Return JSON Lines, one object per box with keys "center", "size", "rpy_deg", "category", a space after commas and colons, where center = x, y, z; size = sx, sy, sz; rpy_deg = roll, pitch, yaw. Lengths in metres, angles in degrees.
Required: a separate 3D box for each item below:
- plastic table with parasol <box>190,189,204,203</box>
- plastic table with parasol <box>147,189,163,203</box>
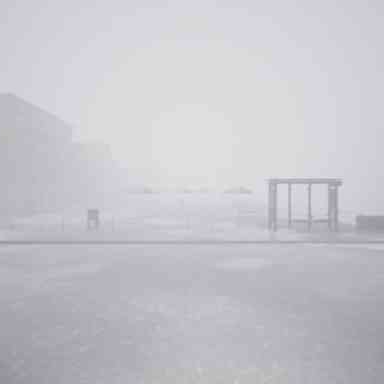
{"center": [0.816, 0.664, 60.001], "size": [2.482, 2.480, 2.482], "rpy_deg": [0, 0, 0], "category": "plastic table with parasol"}
{"center": [-6.474, 0.686, 58.757], "size": [2.482, 2.480, 2.482], "rpy_deg": [0, 0, 0], "category": "plastic table with parasol"}
